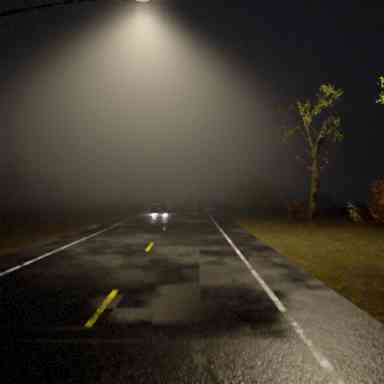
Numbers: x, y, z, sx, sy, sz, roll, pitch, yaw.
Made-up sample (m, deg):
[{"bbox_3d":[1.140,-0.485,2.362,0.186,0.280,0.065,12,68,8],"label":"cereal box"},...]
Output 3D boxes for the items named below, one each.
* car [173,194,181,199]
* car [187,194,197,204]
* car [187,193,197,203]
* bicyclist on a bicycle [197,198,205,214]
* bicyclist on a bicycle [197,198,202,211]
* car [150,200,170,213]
[{"bbox_3d":[-3.513,1.271,79.633,1.837,1.490,4.892,0,0,0],"label":"car"},{"bbox_3d":[-0.011,1.696,67.241,1.994,1.385,4.181,0,0,0],"label":"car"},{"bbox_3d":[-0.013,1.379,78.350,2.150,2.045,5.566,0,0,0],"label":"car"},{"bbox_3d":[0.956,1.518,32.026,0.582,1.620,1.656,0,-1,0],"label":"bicyclist on a bicycle"},{"bbox_3d":[0.955,1.535,41.078,0.582,1.620,1.656,0,-1,0],"label":"bicyclist on a bicycle"},{"bbox_3d":[-3.599,1.640,38.056,1.994,1.385,4.181,0,0,0],"label":"car"}]
